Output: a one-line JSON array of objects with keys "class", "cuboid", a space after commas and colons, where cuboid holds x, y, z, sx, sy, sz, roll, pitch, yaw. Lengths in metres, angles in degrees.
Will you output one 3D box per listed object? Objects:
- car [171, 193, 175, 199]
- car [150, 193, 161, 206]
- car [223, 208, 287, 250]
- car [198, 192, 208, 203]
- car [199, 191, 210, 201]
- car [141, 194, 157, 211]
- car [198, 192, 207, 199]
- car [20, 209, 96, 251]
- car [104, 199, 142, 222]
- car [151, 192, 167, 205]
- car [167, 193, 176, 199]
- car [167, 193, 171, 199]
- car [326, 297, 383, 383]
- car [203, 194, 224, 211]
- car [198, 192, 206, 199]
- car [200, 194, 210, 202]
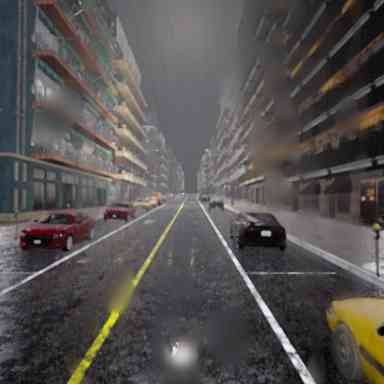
[{"class": "car", "cuboid": [-5.326, 0.996, 81.459, 1.752, 1.417, 4.829, 2, 0, 0]}, {"class": "car", "cuboid": [-5.308, 1.241, 41.812, 1.752, 1.417, 4.829, 2, 0, 0]}, {"class": "car", "cuboid": [2.584, 1.470, 13.661, 1.947, 1.339, 4.313, 2, 0, 0]}, {"class": "car", "cuboid": [2.562, 1.169, 58.975, 1.947, 1.339, 4.313, 2, 0, 0]}, {"class": "car", "cuboid": [2.565, 0.849, 70.301, 2.192, 1.841, 5.009, 2, 0, 0]}, {"class": "car", "cuboid": [-5.305, 1.278, 36.148, 1.752, 1.417, 4.829, 2, 0, 0]}, {"class": "car", "cuboid": [2.556, 0.909, 81.627, 1.967, 1.590, 4.097, 2, 0, 0]}, {"class": "car", "cuboid": [-5.295, 1.450, 13.662, 1.887, 1.381, 4.507, 2, 0, 0]}, {"class": "car", "cuboid": [-5.300, 1.372, 24.992, 1.887, 1.381, 4.507, 2, 0, 0]}, {"class": "car", "cuboid": [-5.303, 0.993, 47.646, 2.192, 1.841, 5.009, 2, 0, 0]}, {"class": "car", "cuboid": [-5.329, 0.984, 87.295, 1.887, 1.381, 4.507, 2, 0, 0]}, {"class": "car", "cuboid": [-5.316, 1.155, 58.976, 2.008, 1.369, 4.403, 2, 0, 0]}, {"class": "car", "cuboid": [2.590, 1.507, 2.501, 1.752, 1.417, 4.829, 2, 0, 0]}, {"class": "car", "cuboid": [2.574, 1.301, 36.316, 2.008, 1.369, 4.403, 2, 0, 0]}, {"class": "car", "cuboid": [2.553, 0.878, 87.292, 1.967, 1.590, 4.097, 2, 0, 0]}, {"class": "car", "cuboid": [2.559, 1.150, 64.637, 1.802, 1.307, 4.206, 2, 0, 0]}]
